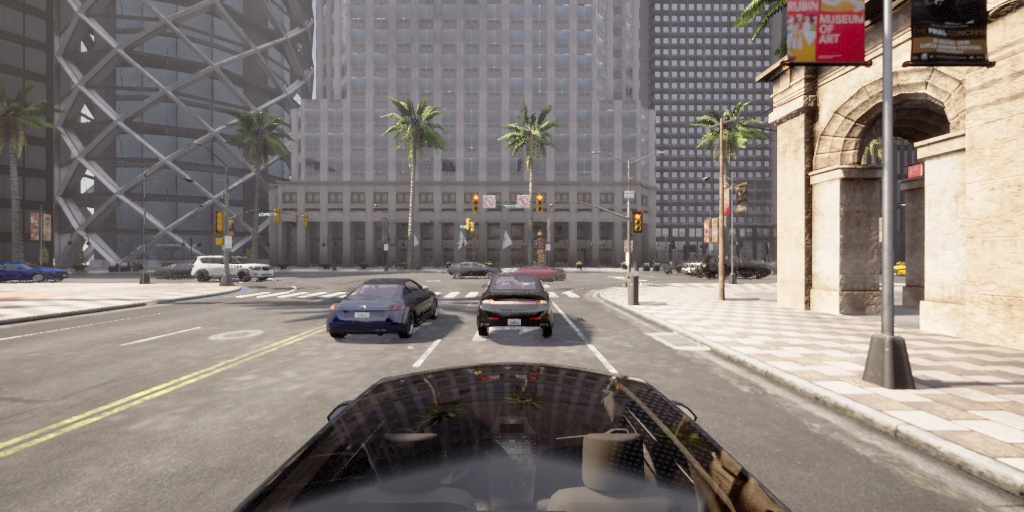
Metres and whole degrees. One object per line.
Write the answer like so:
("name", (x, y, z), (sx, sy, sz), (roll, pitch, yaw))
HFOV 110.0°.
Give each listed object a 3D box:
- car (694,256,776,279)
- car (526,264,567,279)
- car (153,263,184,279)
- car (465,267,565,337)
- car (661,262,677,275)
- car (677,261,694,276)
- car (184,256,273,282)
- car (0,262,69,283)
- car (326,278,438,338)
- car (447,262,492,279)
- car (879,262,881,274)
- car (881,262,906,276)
("car", (19.860, 0.998, 32.073), (5.566, 2.045, 2.150), (0, 0, 0))
("car", (2.249, 1.337, 28.629), (4.181, 1.385, 1.994), (0, 0, 0))
("car", (-28.643, 1.323, 32.047), (5.357, 1.411, 2.033), (0, 0, -2))
("car", (0.120, 1.249, 10.334), (2.128, 1.511, 4.902), (0, 0, 2))
("car", (18.865, 1.287, 39.275), (4.892, 1.490, 1.837), (0, 0, 0))
("car", (19.985, 1.002, 35.772), (5.566, 2.045, 2.150), (0, 0, 0))
("car", (-22.146, 0.995, 28.494), (5.566, 2.045, 2.150), (0, 0, 2))
("car", (-37.405, 1.249, 27.290), (5.008, 1.535, 1.882), (0, 0, -18))
("car", (-3.417, 1.321, 10.204), (1.994, 1.385, 4.181), (0, 0, 0))
("car", (-3.331, 1.267, 32.150), (4.902, 1.511, 2.128), (0, 0, 0))
("car", (39.477, 1.331, 39.184), (5.357, 1.411, 2.033), (0, 0, 1))
("car", (40.421, 1.258, 35.684), (5.008, 1.535, 1.882), (0, 0, 0))
